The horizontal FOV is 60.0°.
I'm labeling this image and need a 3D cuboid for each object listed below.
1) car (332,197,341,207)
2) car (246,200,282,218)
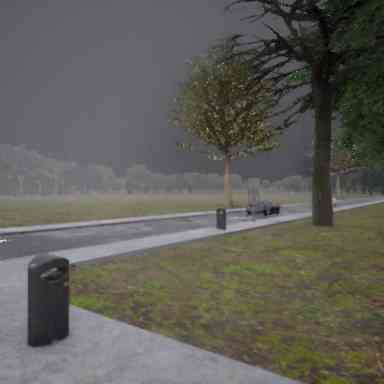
[{"bbox_3d":[21.481,1.517,51.116,1.812,1.442,4.674,0,0,36],"label":"car"},{"bbox_3d":[6.671,1.468,30.469,2.128,1.511,4.902,0,0,36],"label":"car"}]
